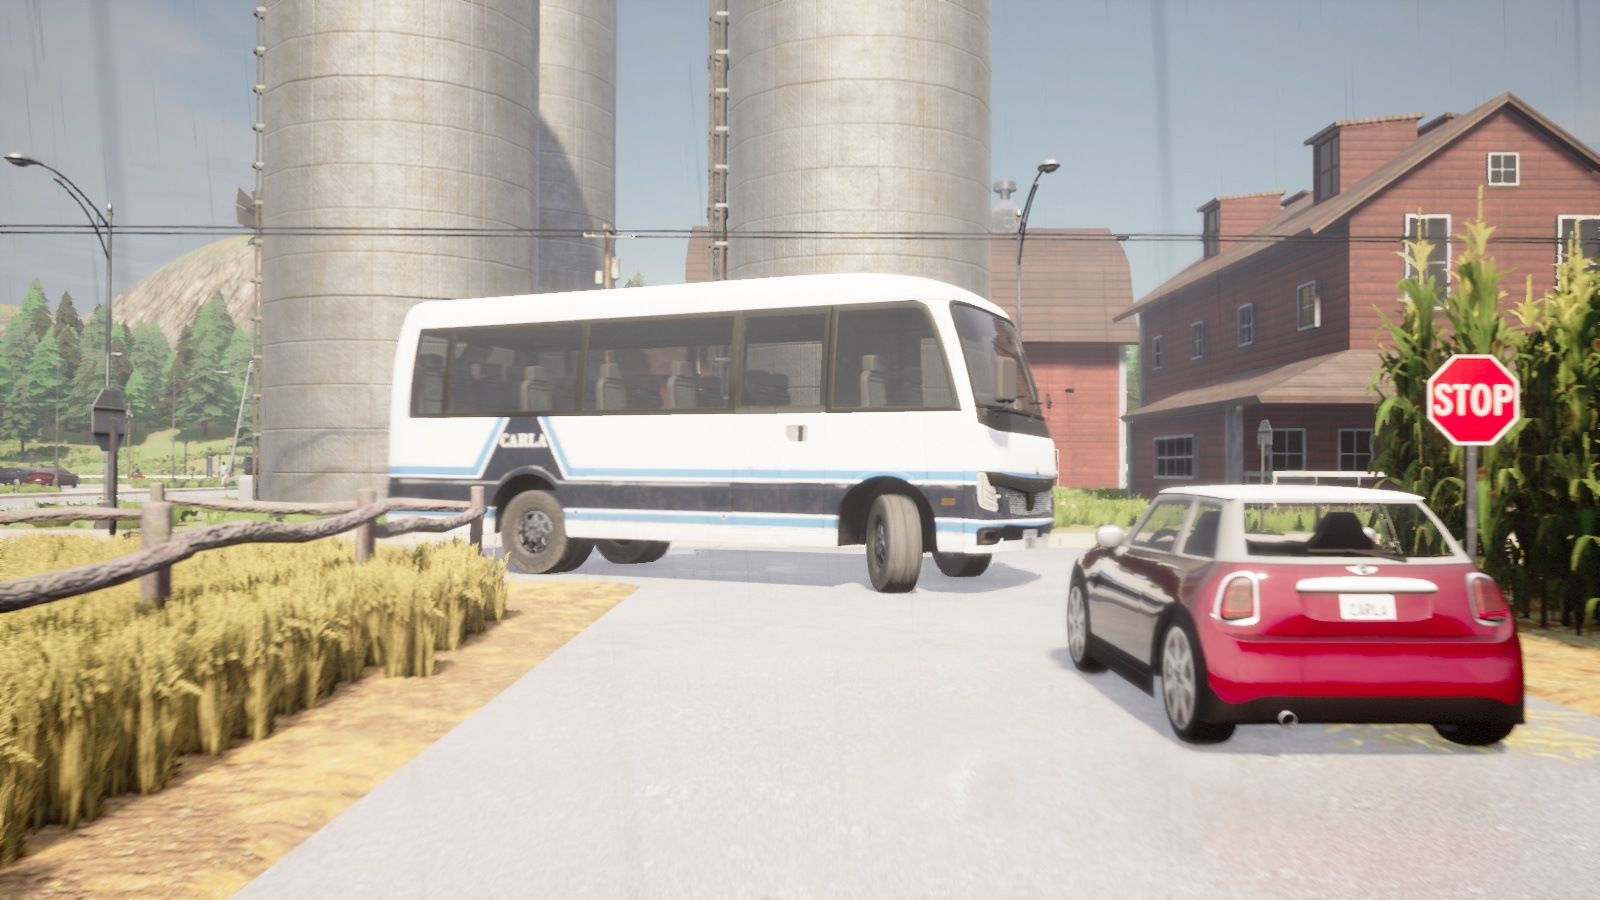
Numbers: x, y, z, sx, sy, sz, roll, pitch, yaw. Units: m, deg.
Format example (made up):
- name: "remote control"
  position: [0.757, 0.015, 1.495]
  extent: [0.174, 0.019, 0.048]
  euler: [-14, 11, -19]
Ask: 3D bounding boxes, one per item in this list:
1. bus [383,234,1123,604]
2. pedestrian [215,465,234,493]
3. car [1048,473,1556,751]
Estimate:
- name: "bus"
  position: [-0.861, -0.269, 18.559]
  extent: [10.273, 4.253, 3.944]
  euler: [0, -2, 27]
- name: "pedestrian"
  position: [-38.526, 1.921, 84.087]
  extent: [0.874, 1.855, 0.900]
  euler: [0, -1, -1]
- name: "car"
  position: [3.080, 0.906, 8.674]
  extent: [1.970, 1.475, 3.806]
  euler: [0, -1, 0]
